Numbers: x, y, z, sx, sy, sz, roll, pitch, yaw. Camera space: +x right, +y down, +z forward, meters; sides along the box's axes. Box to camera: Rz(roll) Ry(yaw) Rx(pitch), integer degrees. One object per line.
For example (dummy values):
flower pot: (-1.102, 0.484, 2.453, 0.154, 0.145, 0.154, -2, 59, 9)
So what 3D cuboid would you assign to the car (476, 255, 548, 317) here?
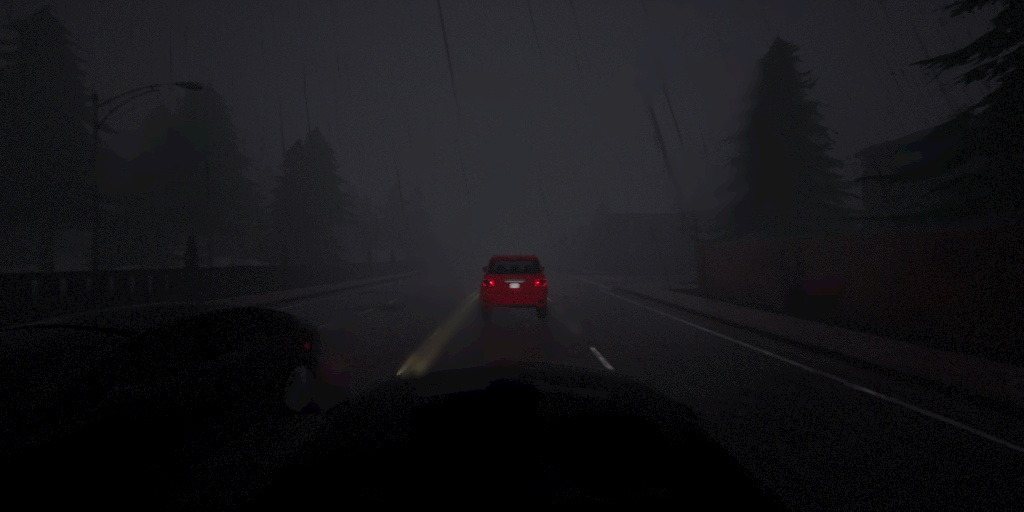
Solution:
car: (0.074, 0.973, 13.333, 2.150, 2.045, 5.566, 0, 0, 0)

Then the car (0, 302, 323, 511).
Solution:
car: (-3.586, 1.260, 3.143, 1.837, 1.490, 4.892, 0, 0, 0)
